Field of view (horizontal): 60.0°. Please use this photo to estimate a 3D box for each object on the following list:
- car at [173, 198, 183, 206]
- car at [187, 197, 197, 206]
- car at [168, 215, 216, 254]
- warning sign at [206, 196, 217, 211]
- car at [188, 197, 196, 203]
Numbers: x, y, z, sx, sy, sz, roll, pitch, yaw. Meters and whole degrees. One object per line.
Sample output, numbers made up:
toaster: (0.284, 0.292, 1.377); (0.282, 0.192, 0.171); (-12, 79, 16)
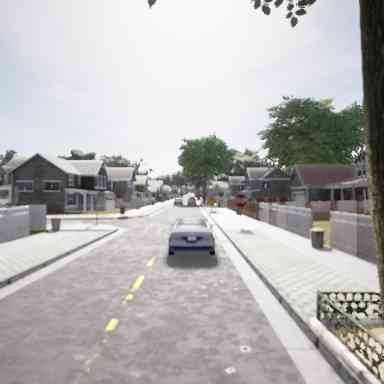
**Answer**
car: (-2.794, 2.043, 68.190); (1.882, 1.535, 5.008); (0, 0, 0)
car: (-0.038, 2.104, 66.194); (2.033, 1.411, 5.357); (0, 0, 0)
car: (-0.007, 1.679, 13.987); (2.033, 1.411, 5.357); (0, -1, 0)
warning sign: (2.495, 1.495, 42.127); (1.300, 1.860, 1.060); (0, 0, 0)
car: (-0.048, 1.975, 81.907); (1.882, 1.535, 5.008); (0, 0, 0)
